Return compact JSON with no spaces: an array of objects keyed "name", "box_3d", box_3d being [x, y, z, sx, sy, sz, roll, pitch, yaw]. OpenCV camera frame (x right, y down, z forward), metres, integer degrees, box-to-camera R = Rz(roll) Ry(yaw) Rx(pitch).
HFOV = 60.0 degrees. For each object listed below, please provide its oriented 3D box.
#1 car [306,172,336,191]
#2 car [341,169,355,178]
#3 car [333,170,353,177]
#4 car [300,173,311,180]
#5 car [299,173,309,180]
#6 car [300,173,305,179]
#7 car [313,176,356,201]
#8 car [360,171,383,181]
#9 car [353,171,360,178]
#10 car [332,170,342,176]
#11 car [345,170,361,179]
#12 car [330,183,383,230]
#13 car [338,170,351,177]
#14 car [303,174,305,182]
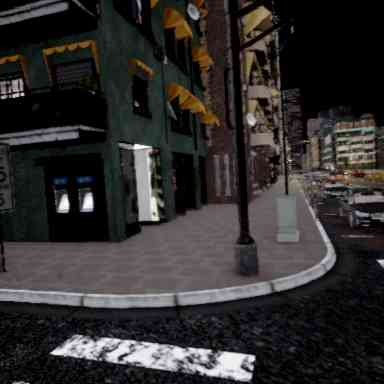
[{"name":"car","box_3d":[13.040,-0.983,33.871,1.967,1.590,4.097,-3,3,17]},{"name":"car","box_3d":[32.117,-3.815,68.485,1.967,1.590,4.097,-3,3,17]},{"name":"car","box_3d":[18.020,-1.799,41.180,2.097,1.767,4.553,-3,3,17]},{"name":"car","box_3d":[24.111,-3.302,70.911,2.008,1.369,4.403,-3,3,17]},{"name":"car","box_3d":[25.691,-3.646,76.202,2.008,1.369,4.403,-3,3,17]},{"name":"car","box_3d":[19.362,-2.376,55.034,1.967,1.590,4.097,-3,3,17]},{"name":"car","box_3d":[9.887,-0.175,23.295,2.008,1.369,4.403,-3,3,17]},{"name":"car","box_3d":[25.848,-2.357,47.489,1.752,1.417,4.829,-3,3,17]},{"name":"car","box_3d":[28.963,-3.020,57.909,1.887,1.381,4.507,-3,3,17]},{"name":"car","box_3d":[36.913,-4.772,84.524,1.752,1.417,4.829,-3,3,17]},{"name":"car","box_3d":[30.543,-3.360,63.200,2.008,1.369,4.403,-3,3,17]},{"name":"car","box_3d":[6.726,0.526,12.713,2.008,1.369,4.403,-3,3,17]},{"name":"car","box_3d":[33.705,-4.049,73.781,2.008,1.369,4.403,-3,3,17]},{"name":"car","box_3d":[16.210,-1.539,44.458,1.802,1.307,4.206,-3,3,17]}]
